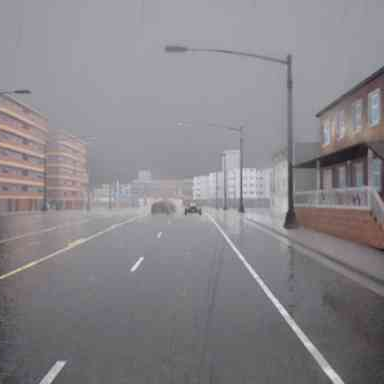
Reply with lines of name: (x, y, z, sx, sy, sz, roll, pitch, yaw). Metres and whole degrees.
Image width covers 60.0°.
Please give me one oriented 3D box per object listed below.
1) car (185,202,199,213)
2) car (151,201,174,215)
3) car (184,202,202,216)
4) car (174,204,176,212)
car: (0.044, 2.210, 46.952, 1.812, 1.442, 4.674, 0, -2, 1)
car: (-3.449, 1.819, 37.521, 1.882, 1.535, 5.008, 0, -2, 0)
car: (0.111, 1.847, 36.788, 1.812, 1.442, 4.674, 0, -2, 0)
car: (-3.447, 2.066, 47.636, 2.097, 1.767, 4.553, 0, -2, 0)
